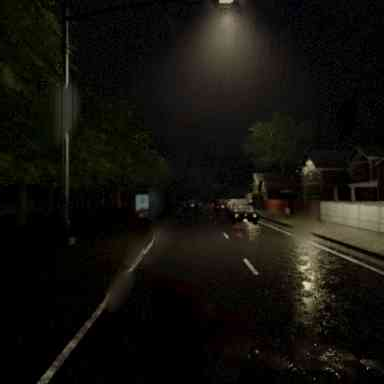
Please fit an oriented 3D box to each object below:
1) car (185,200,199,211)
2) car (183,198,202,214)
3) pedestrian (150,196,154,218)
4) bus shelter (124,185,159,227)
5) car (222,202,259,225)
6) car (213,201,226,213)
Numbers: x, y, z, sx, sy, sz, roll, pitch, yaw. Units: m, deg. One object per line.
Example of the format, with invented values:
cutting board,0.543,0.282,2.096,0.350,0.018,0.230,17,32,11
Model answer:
car,0.017,1.932,48.202,1.812,1.442,4.674,0,-1,0
car,0.068,1.599,38.673,2.097,1.767,4.553,0,-1,0
pedestrian,-3.194,1.121,26.260,0.375,1.860,0.375,0,0,10
bus shelter,-3.504,0.927,23.769,1.920,2.740,3.880,0,0,0
car,3.607,1.662,24.649,1.895,1.301,4.718,0,-1,0
car,3.610,1.837,41.269,2.033,1.411,5.357,0,-1,0
